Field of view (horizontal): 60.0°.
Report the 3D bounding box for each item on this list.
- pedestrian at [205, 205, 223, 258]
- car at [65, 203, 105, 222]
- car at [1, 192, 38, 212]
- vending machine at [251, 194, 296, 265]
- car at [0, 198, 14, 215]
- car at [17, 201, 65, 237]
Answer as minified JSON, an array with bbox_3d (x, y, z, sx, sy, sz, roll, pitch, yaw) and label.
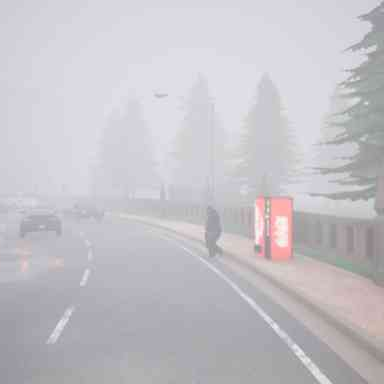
[{"bbox_3d":[0.676,1.234,10.840,0.375,1.860,0.375,0,0,-14],"label":"pedestrian"},{"bbox_3d":[-8.308,1.466,24.961,1.895,1.301,4.718,0,0,-37],"label":"car"},{"bbox_3d":[-18.684,1.026,35.485,5.566,2.045,2.150,0,0,35],"label":"car"},{"bbox_3d":[2.573,1.137,10.558,1.100,2.100,0.880,0,0,-14],"label":"vending machine"},{"bbox_3d":[-18.602,1.438,30.558,4.718,1.301,1.895,0,0,40],"label":"car"},{"bbox_3d":[-8.047,1.431,17.610,1.812,1.442,4.674,0,0,-26],"label":"car"}]
